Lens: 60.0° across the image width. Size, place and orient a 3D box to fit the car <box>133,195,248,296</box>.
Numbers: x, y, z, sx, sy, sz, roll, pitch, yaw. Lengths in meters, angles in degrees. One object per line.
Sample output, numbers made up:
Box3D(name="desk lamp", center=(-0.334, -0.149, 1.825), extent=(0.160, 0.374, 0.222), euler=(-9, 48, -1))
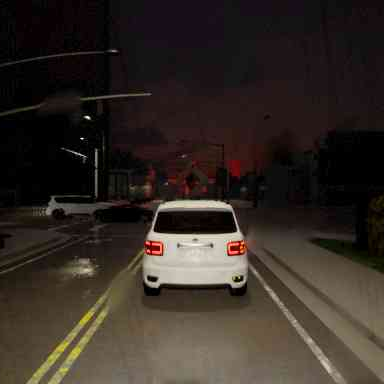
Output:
Box3D(name="car", center=(0.079, 1.221, 8.778), extent=(2.150, 2.045, 5.566), euler=(0, 0, 0))

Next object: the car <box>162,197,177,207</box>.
Box3D(name="car", center=(-3.533, 1.564, 52.921), extent=(1.994, 1.385, 4.181), euler=(0, 0, 0))

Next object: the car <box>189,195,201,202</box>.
Box3D(name="car", center=(0.834, 1.465, 78.649), extent=(1.882, 1.535, 5.008), euler=(0, 0, 12))

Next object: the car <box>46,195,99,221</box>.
Box3D(name="car", center=(-9.084, 1.271, 27.570), extent=(5.566, 2.045, 2.150), euler=(-1, 0, 0))

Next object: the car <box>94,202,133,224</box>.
Box3D(name="car", center=(-4.545, 1.586, 24.101), extent=(4.181, 1.385, 1.994), euler=(0, 0, 0))
